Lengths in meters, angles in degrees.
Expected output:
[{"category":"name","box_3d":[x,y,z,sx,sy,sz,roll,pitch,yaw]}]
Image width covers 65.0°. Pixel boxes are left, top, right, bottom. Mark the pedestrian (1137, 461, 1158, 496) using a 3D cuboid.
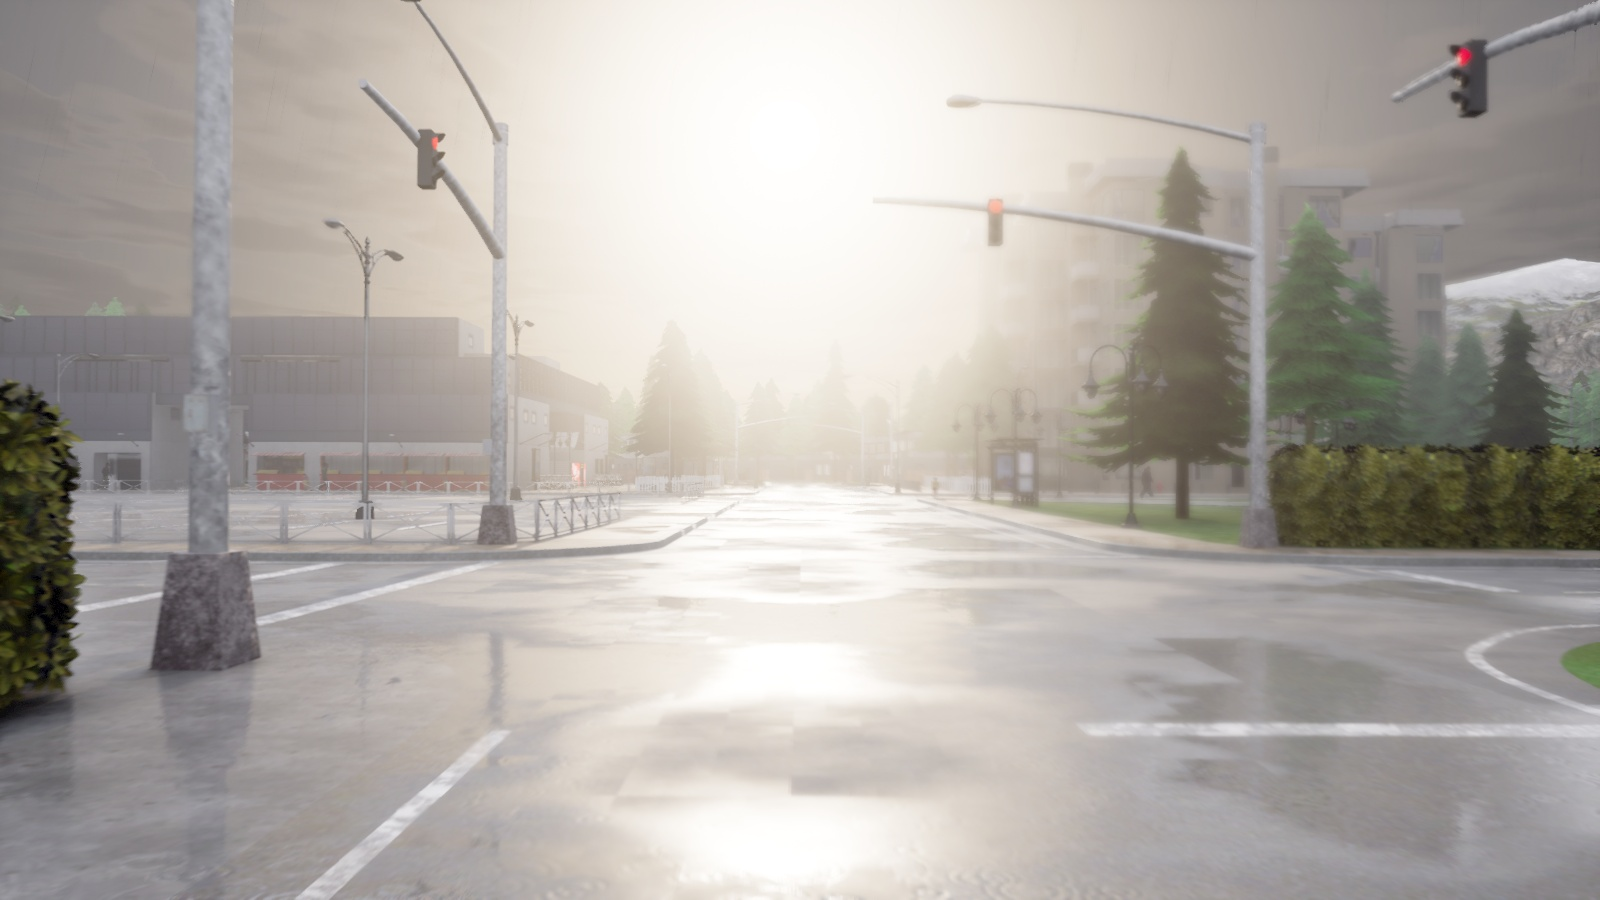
[{"category":"pedestrian","box_3d":[18.664,1.516,67.488,0.899,1.844,0.634,0,-1,-2]}]
